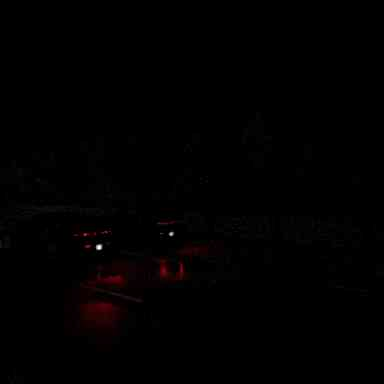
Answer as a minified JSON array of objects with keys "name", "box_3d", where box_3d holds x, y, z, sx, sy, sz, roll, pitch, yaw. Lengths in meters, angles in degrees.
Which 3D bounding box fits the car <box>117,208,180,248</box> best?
[{"name":"car","box_3d":[-2.787,1.438,14.579,4.902,1.511,2.128,0,0,36]}]

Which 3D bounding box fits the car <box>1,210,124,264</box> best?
[{"name":"car","box_3d":[-4.860,1.451,11.759,4.892,1.490,1.837,0,0,36]}]
